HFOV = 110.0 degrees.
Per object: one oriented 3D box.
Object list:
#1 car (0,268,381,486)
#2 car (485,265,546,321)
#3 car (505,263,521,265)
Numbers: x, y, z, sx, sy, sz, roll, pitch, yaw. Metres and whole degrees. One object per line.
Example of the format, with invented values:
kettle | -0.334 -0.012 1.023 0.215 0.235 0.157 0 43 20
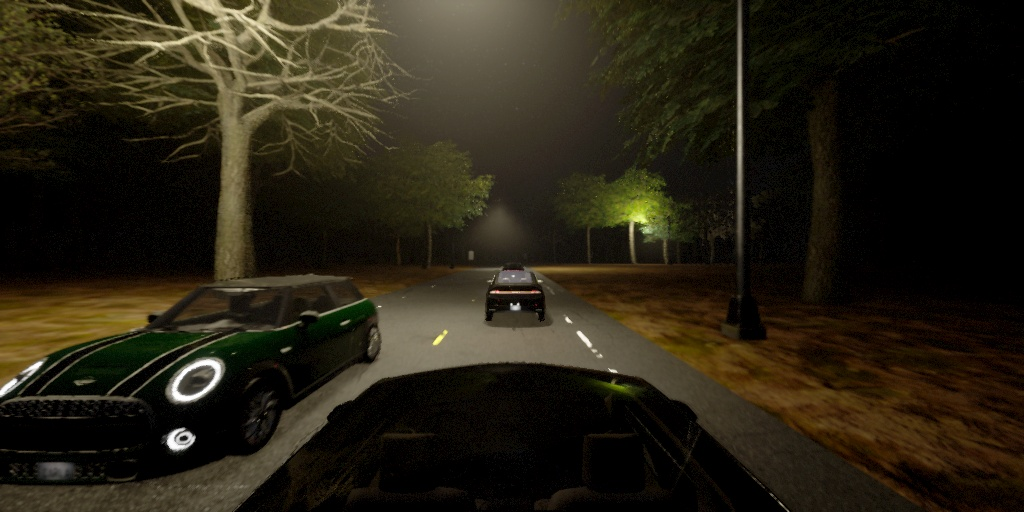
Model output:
car | -3.598 1.104 5.070 2.097 1.767 4.553 0 0 0
car | 0.101 1.249 12.521 2.128 1.511 4.902 0 0 0
car | 0.103 1.286 29.893 1.837 1.490 4.892 0 0 0
